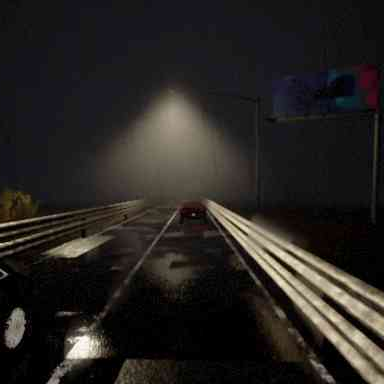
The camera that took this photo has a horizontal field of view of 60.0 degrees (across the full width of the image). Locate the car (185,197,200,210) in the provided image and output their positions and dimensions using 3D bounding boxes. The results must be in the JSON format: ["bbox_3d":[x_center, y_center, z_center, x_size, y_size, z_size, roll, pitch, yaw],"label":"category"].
[{"bbox_3d":[0.093,1.387,41.567,1.812,1.442,4.674,0,0,0],"label":"car"}]

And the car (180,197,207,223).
[{"bbox_3d":[0.096,1.394,25.091,1.882,1.535,5.008,0,0,0],"label":"car"}]

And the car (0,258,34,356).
[{"bbox_3d":[-3.349,1.494,3.227,1.837,1.490,4.892,0,0,0],"label":"car"}]
